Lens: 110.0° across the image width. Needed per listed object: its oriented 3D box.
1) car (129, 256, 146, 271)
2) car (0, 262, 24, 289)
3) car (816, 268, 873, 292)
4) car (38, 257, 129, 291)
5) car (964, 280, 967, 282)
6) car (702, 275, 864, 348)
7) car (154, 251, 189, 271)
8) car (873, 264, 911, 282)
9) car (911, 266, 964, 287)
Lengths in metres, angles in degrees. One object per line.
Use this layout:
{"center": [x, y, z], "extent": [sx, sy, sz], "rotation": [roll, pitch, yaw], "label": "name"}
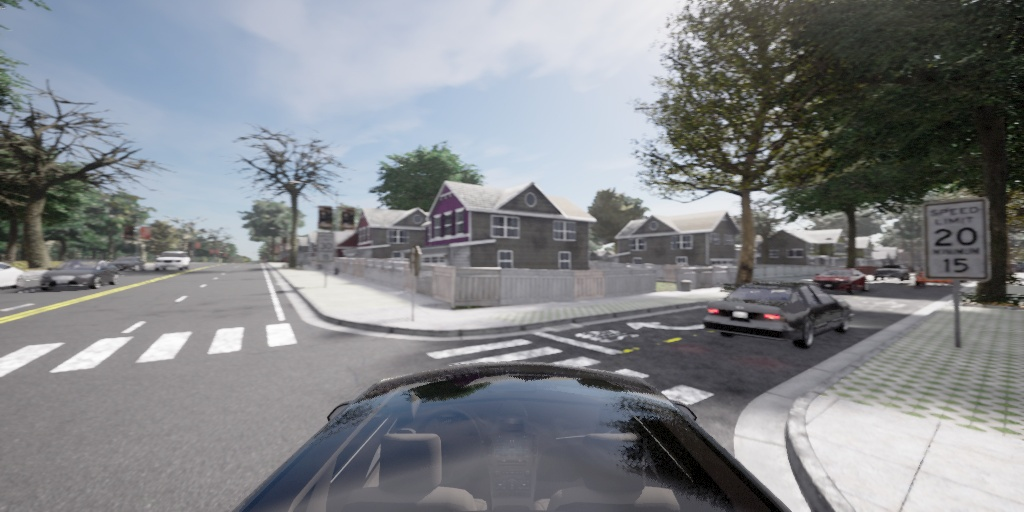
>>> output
{"center": [-38.863, 0.794, 36.339], "extent": [1.837, 1.490, 4.892], "rotation": [1, -1, -35], "label": "car"}
{"center": [-25.181, 0.962, 16.793], "extent": [1.812, 1.442, 4.674], "rotation": [1, 0, -35], "label": "car"}
{"center": [20.797, 1.513, 22.730], "extent": [5.008, 1.535, 1.882], "rotation": [1, -1, -36], "label": "car"}
{"center": [-22.832, 0.951, 19.101], "extent": [2.128, 1.511, 4.902], "rotation": [1, 0, -35], "label": "car"}
{"center": [42.158, 1.755, 34.521], "extent": [4.892, 1.490, 1.837], "rotation": [1, -2, -35], "label": "car"}
{"center": [7.081, 1.364, 9.386], "extent": [5.357, 1.411, 2.033], "rotation": [1, -2, -36], "label": "car"}
{"center": [-36.492, 0.520, 38.628], "extent": [2.150, 2.045, 5.566], "rotation": [1, 0, -35], "label": "car"}
{"center": [34.074, 1.442, 32.151], "extent": [4.674, 1.442, 1.812], "rotation": [1, -2, -36], "label": "car"}
{"center": [34.019, 1.472, 28.643], "extent": [4.553, 1.767, 2.097], "rotation": [1, -2, -35], "label": "car"}
